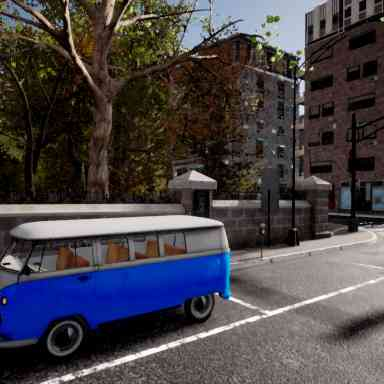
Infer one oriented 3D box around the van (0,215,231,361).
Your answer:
[{"bbox_3d":[-1.186,1.342,5.655,3.998,1.788,1.690,0,1,-36],"label":"van"}]
